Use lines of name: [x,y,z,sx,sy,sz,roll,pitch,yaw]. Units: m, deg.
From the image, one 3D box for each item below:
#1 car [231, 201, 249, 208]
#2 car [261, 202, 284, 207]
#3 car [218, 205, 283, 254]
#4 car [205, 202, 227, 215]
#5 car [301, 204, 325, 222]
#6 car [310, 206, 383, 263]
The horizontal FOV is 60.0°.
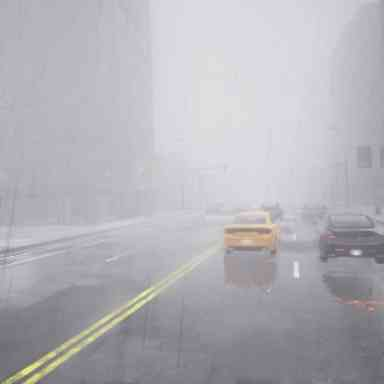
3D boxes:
car: [5.309,1.749,35.760,1.812,1.442,4.674,-2,-1,15]
car: [6.446,1.580,27.134,2.128,1.511,4.902,-2,-1,16]
car: [2.601,1.541,13.803,1.882,1.535,5.008,-2,0,17]
car: [2.913,1.891,39.311,2.033,1.411,5.357,-2,-1,15]
car: [9.409,1.575,25.668,1.895,1.301,4.718,-2,-1,16]
car: [5.364,1.456,11.737,1.837,1.490,4.892,-2,0,17]
